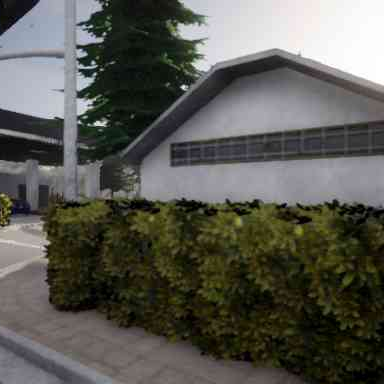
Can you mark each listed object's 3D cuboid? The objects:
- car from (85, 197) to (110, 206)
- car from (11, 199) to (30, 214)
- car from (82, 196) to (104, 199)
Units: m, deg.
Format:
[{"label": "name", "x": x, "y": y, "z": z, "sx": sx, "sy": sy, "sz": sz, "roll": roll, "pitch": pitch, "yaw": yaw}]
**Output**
[{"label": "car", "x": -16.292, "y": 1.616, "z": 57.392, "sx": 4.181, "sy": 1.385, "sz": 1.994, "roll": 0, "pitch": 0, "yaw": 36}, {"label": "car", "x": -18.616, "y": 1.520, "z": 34.022, "sx": 4.611, "sy": 1.667, "sz": 2.242, "roll": 0, "pitch": 0, "yaw": 35}, {"label": "car", "x": -11.809, "y": 1.347, "z": 36.151, "sx": 3.866, "sy": 1.878, "sz": 1.905, "roll": 0, "pitch": 0, "yaw": 35}]
